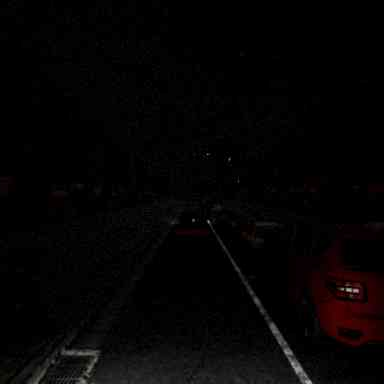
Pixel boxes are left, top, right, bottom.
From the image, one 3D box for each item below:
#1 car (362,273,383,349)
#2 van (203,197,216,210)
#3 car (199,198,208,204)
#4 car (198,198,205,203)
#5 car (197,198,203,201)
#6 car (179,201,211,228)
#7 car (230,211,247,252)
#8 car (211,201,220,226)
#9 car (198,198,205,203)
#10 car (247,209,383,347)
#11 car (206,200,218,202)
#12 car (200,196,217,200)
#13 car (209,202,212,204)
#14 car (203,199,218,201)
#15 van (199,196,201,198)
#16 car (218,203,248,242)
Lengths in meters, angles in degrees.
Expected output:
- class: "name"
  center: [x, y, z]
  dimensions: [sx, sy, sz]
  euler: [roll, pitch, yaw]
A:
- class: "car"
  center: [2.637, 1.535, 0.963]
  dimensions: [1.752, 1.417, 4.829]
  euler: [0, -1, 0]
- class: "van"
  center: [2.636, 1.750, 50.707]
  dimensions: [1.690, 1.788, 3.998]
  euler: [0, 0, 0]
- class: "car"
  center: [2.634, 2.159, 78.434]
  dimensions: [1.887, 1.381, 4.507]
  euler: [0, 0, 0]
- class: "car"
  center: [2.632, 2.301, 95.069]
  dimensions: [2.008, 1.369, 4.403]
  euler: [0, -1, 0]
- class: "car"
  center: [0.097, 1.822, 41.928]
  dimensions: [1.882, 1.535, 5.008]
  euler: [0, -1, 0]
- class: "car"
  center: [0.097, 1.688, 24.056]
  dimensions: [1.882, 1.535, 5.008]
  euler: [0, 0, 0]
- class: "car"
  center: [2.636, 1.634, 12.054]
  dimensions: [1.752, 1.417, 4.829]
  euler: [0, -1, 0]
- class: "car"
  center: [2.637, 1.642, 22.977]
  dimensions: [1.967, 1.590, 4.097]
  euler: [0, 0, 0]
- class: "car"
  center: [2.632, 2.228, 89.695]
  dimensions: [1.752, 1.417, 4.829]
  euler: [0, -1, 0]
- class: "car"
  center: [2.636, 1.373, 6.341]
  dimensions: [2.192, 1.841, 5.009]
  euler: [0, -1, 0]
- class: "car"
  center: [2.636, 1.837, 34.069]
  dimensions: [2.008, 1.369, 4.403]
  euler: [0, 0, 0]
- class: "car"
  center: [2.636, 1.683, 45.162]
  dimensions: [2.192, 1.841, 5.009]
  euler: [0, 0, 0]
- class: "car"
  center: [2.636, 1.796, 28.524]
  dimensions: [2.008, 1.369, 4.403]
  euler: [0, 0, 0]
- class: "car"
  center: [2.636, 1.893, 39.615]
  dimensions: [1.947, 1.339, 4.313]
  euler: [0, 0, 0]
- class: "van"
  center: [2.635, 1.832, 61.798]
  dimensions: [1.690, 1.788, 3.998]
  euler: [0, 0, 0]
- class: "car"
  center: [2.636, 1.596, 17.430]
  dimensions: [1.967, 1.590, 4.097]
  euler: [0, 0, 0]
